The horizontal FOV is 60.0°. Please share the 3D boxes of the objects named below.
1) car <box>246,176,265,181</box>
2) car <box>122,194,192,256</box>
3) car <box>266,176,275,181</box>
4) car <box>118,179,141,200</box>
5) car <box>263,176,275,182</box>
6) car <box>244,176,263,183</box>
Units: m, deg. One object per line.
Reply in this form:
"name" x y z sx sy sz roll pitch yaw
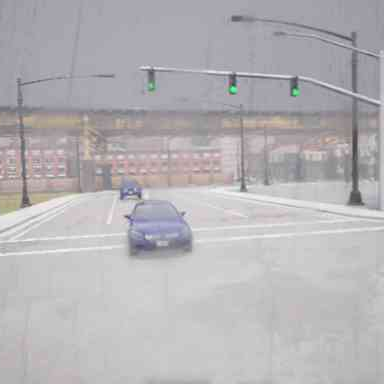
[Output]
"car" 16.383 -3.409 85.712 1.853 1.218 4.536 -4 4 -41
"car" -1.276 1.032 11.193 1.812 1.442 4.674 -2 3 -12
"car" 19.854 -3.448 84.231 1.853 1.218 4.536 -1 3 19
"car" -6.702 -0.372 35.807 2.150 2.045 5.566 -3 3 -12
"car" 19.842 -3.288 84.190 2.038 1.542 4.974 -1 3 19
"car" 16.422 -3.251 85.681 2.038 1.542 4.974 -4 4 -41
